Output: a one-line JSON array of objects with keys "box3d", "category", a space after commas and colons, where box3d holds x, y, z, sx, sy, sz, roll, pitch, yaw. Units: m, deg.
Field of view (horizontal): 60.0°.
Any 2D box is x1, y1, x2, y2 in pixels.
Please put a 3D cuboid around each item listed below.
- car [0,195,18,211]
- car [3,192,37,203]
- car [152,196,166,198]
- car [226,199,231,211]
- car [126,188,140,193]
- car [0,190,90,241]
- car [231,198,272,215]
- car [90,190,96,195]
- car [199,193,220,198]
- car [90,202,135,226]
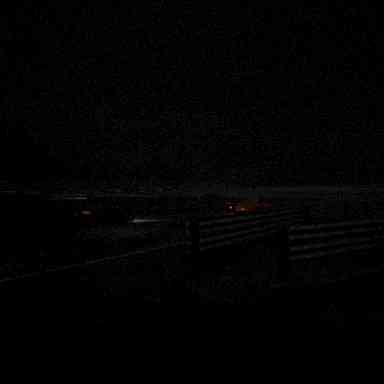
[{"box3d": [-19.729, 1.033, 32.016, 2.128, 1.511, 4.902, 1, 0, 35], "category": "car"}, {"box3d": [-24.498, 0.698, 47.547, 1.994, 1.385, 4.181, 1, 2, 19], "category": "car"}, {"box3d": [-5.353, 1.290, 52.279, 1.994, 1.385, 4.181, 1, 0, 36], "category": "car"}, {"box3d": [5.499, 1.395, 37.051, 1.837, 1.490, 4.892, 1, 0, 35], "category": "car"}, {"box3d": [-13.541, -0.131, 76.304, 2.128, 1.511, 4.902, 1, 2, 22], "category": "car"}, {"box3d": [-7.140, 1.021, 13.078, 2.150, 2.045, 5.566, 1, 1, 36], "category": "car"}, {"box3d": [5.972, 1.377, 31.657, 1.882, 1.535, 5.008, 1, 0, 35], "category": "car"}, {"box3d": [-19.135, 0.308, 62.265, 1.812, 1.442, 4.674, 1, 2, 21], "category": "car"}, {"box3d": [3.465, 1.173, 64.661, 2.150, 2.045, 5.566, 1, 0, 35], "category": "car"}, {"box3d": [-5.649, 1.330, 21.279, 1.994, 1.385, 4.181, 1, 0, 35], "category": "car"}]
